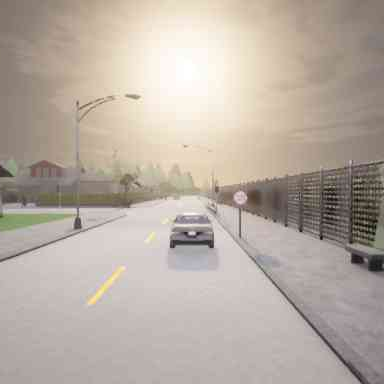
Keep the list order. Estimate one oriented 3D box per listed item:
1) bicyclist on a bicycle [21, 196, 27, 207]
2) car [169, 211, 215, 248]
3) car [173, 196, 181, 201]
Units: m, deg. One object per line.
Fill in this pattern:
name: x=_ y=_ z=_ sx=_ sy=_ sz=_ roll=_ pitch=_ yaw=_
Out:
bicyclist on a bicycle: x=-24.057 y=1.347 z=47.522 sx=0.582 sy=1.620 sz=1.656 roll=0 pitch=0 yaw=0
car: x=0.000 y=1.562 z=14.650 sx=2.033 sy=1.411 sz=5.357 roll=0 pitch=0 yaw=0
car: x=-4.000 y=1.588 z=88.965 sx=1.895 sy=1.301 sz=4.718 roll=0 pitch=0 yaw=0
